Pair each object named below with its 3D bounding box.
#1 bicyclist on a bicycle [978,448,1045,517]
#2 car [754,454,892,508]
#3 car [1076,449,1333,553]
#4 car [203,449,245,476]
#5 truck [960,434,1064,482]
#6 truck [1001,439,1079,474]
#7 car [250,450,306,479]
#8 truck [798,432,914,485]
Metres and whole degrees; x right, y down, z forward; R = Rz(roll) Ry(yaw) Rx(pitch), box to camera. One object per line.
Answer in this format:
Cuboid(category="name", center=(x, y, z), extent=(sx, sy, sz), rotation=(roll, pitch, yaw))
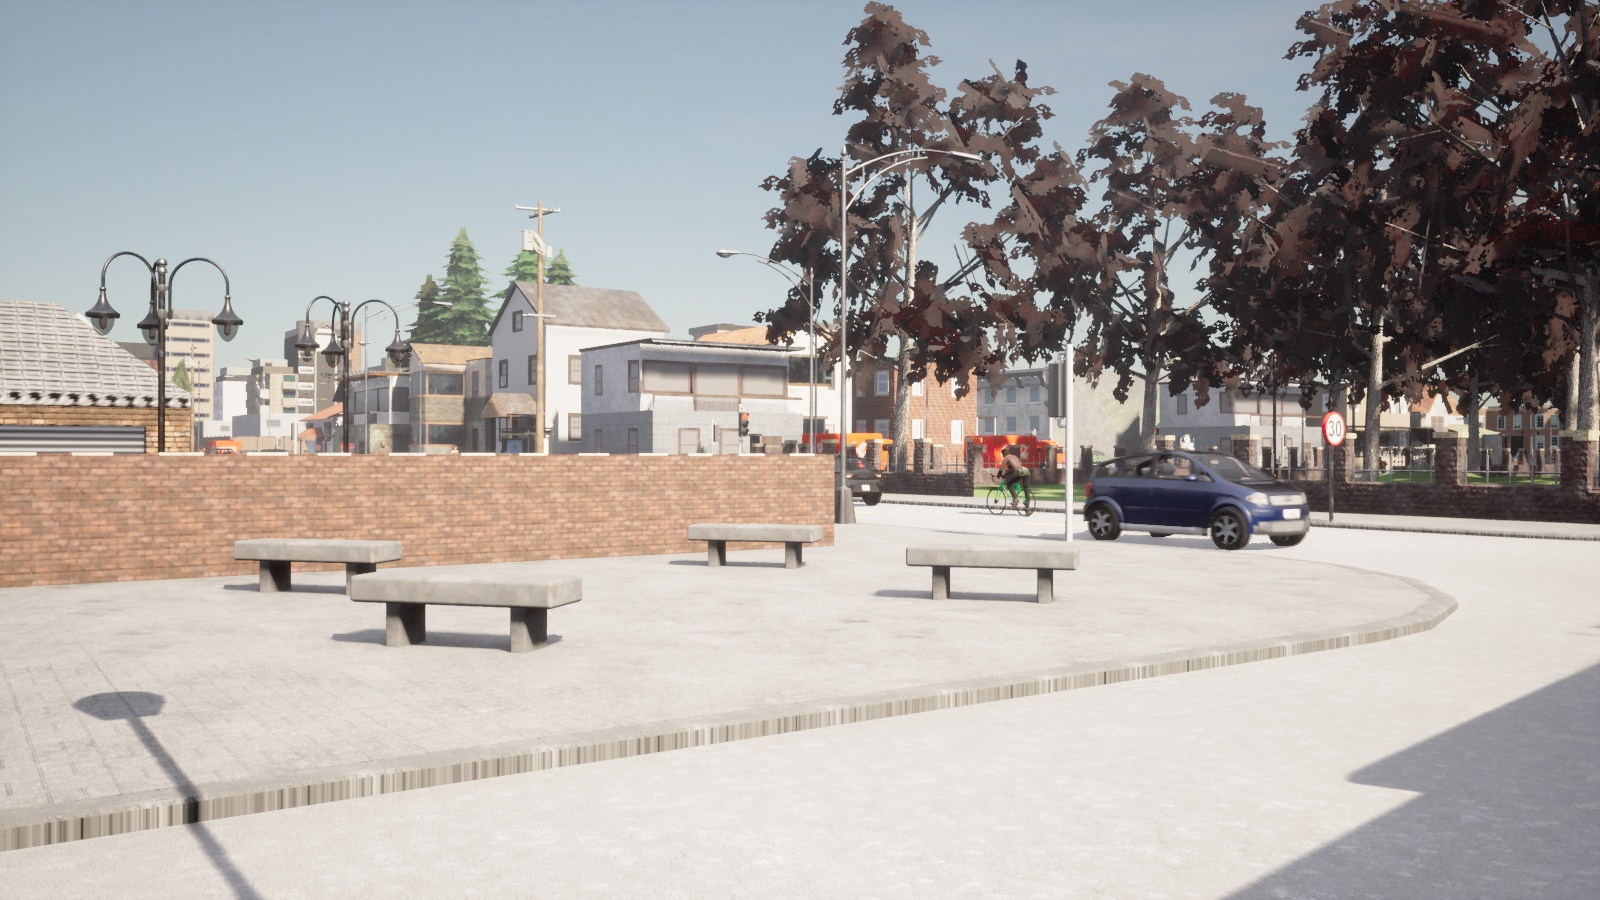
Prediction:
Cuboid(category="bicyclist on a bicycle", center=(5.038, 0.760, 30.000), extent=(0.582, 1.620, 1.656), rotation=(0, 0, -35))
Cuboid(category="car", center=(0.603, 0.846, 36.427), extent=(1.816, 1.474, 4.193), rotation=(0, 0, -36))
Cuboid(category="car", center=(6.563, 0.760, 20.718), extent=(1.789, 1.549, 3.705), rotation=(0, 0, -35))
Cuboid(category="car", center=(-40.874, 0.866, 89.074), extent=(1.932, 1.855, 4.605), rotation=(0, 0, -35))
Cuboid(category="truck", center=(11.362, 0.398, 67.218), extent=(5.204, 2.467, 2.627), rotation=(0, 0, -38))
Cuboid(category="truck", center=(17.451, 0.445, 91.502), extent=(2.627, 2.467, 5.204), rotation=(0, 0, -35))
Cuboid(category="car", center=(-31.357, 0.840, 75.362), extent=(2.242, 1.667, 4.611), rotation=(0, 0, -35))
Cuboid(category="truck", center=(2.738, 0.402, 61.153), extent=(5.204, 2.467, 2.627), rotation=(0, 0, -39))
